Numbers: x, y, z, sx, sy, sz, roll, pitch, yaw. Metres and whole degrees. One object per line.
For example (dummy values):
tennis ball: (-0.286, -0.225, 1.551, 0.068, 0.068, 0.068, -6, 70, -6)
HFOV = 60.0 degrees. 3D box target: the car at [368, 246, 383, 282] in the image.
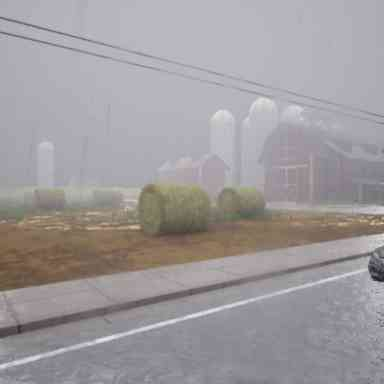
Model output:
car: (6.444, 1.524, 8.582, 4.674, 1.442, 1.812, 0, 0, -35)
